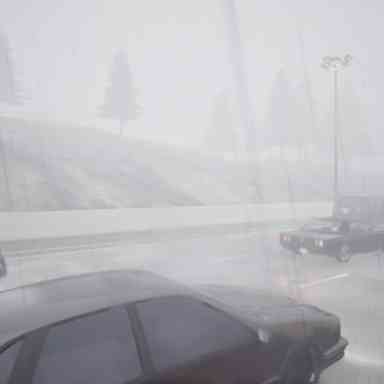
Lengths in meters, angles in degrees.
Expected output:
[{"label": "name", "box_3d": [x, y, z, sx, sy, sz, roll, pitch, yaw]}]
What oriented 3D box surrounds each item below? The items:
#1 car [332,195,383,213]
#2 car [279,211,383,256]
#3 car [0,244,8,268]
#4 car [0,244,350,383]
[{"label": "car", "box_3d": [10.680, 1.177, 19.961, 5.566, 2.045, 2.150, 0, 0, -35]}, {"label": "car", "box_3d": [5.362, 1.576, 11.870, 4.718, 1.301, 1.895, 0, 0, -36]}, {"label": "car", "box_3d": [-6.772, 1.355, 7.511, 4.553, 1.767, 2.097, 0, 0, -36]}, {"label": "car", "box_3d": [-0.701, 1.545, 3.247, 5.357, 1.411, 2.033, 0, 0, -36]}]
